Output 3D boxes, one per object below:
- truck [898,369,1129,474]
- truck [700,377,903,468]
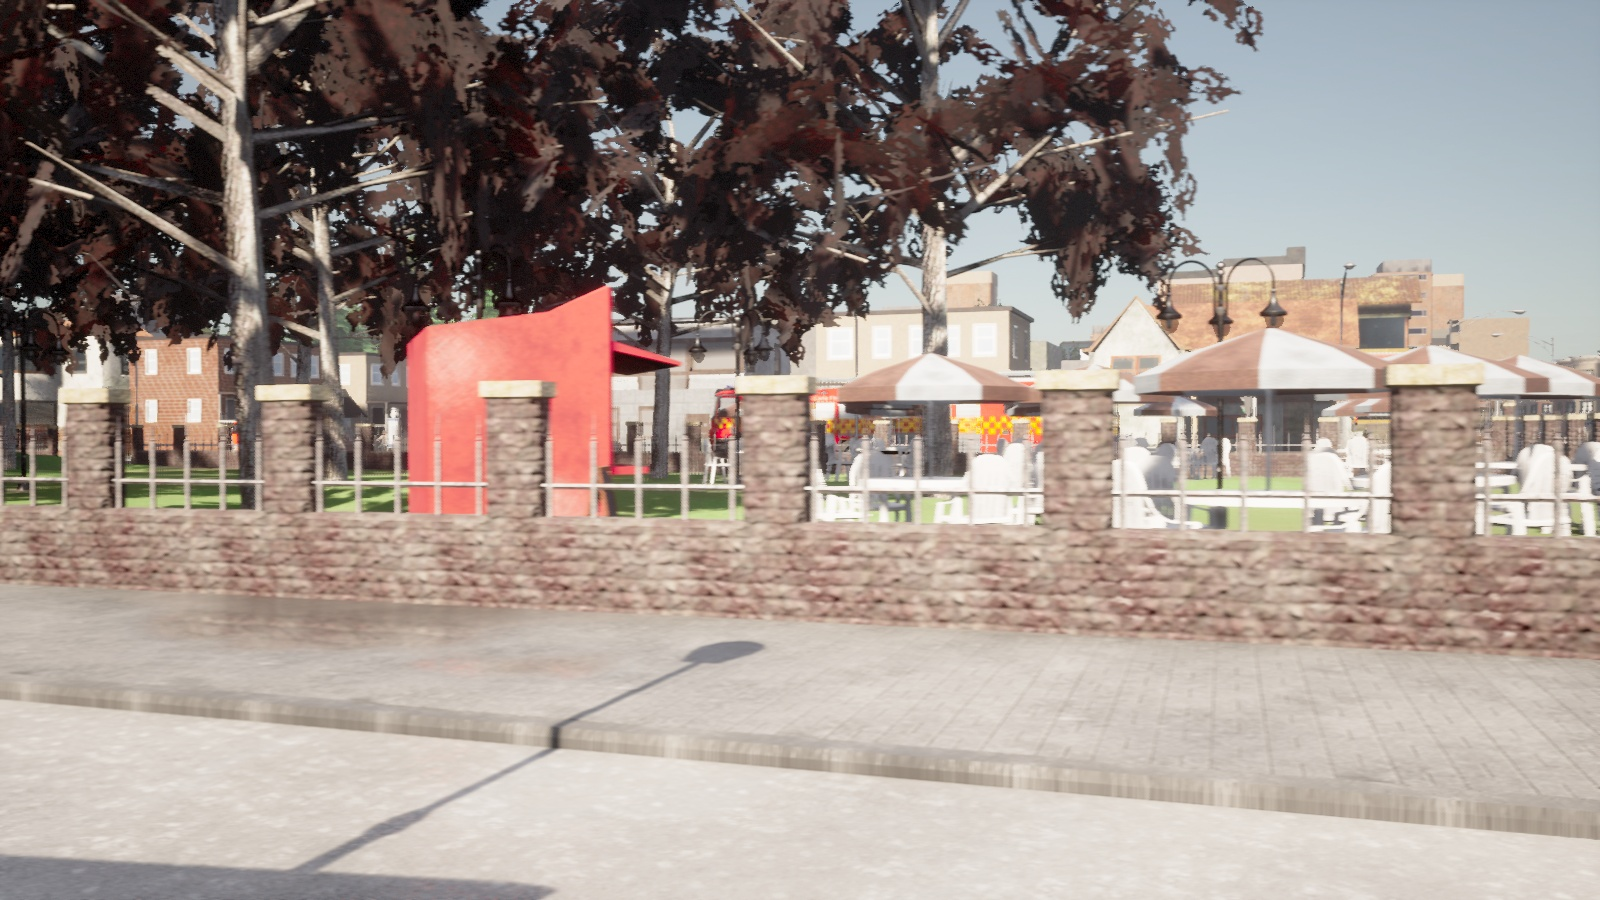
[{"bbox_3d":[8.273,-1.086,48.658,8.468,3.827,2.891,1,1,19],"label":"truck"},{"bbox_3d":[0.065,-1.229,55.657,8.468,3.827,2.891,1,1,19],"label":"truck"}]
